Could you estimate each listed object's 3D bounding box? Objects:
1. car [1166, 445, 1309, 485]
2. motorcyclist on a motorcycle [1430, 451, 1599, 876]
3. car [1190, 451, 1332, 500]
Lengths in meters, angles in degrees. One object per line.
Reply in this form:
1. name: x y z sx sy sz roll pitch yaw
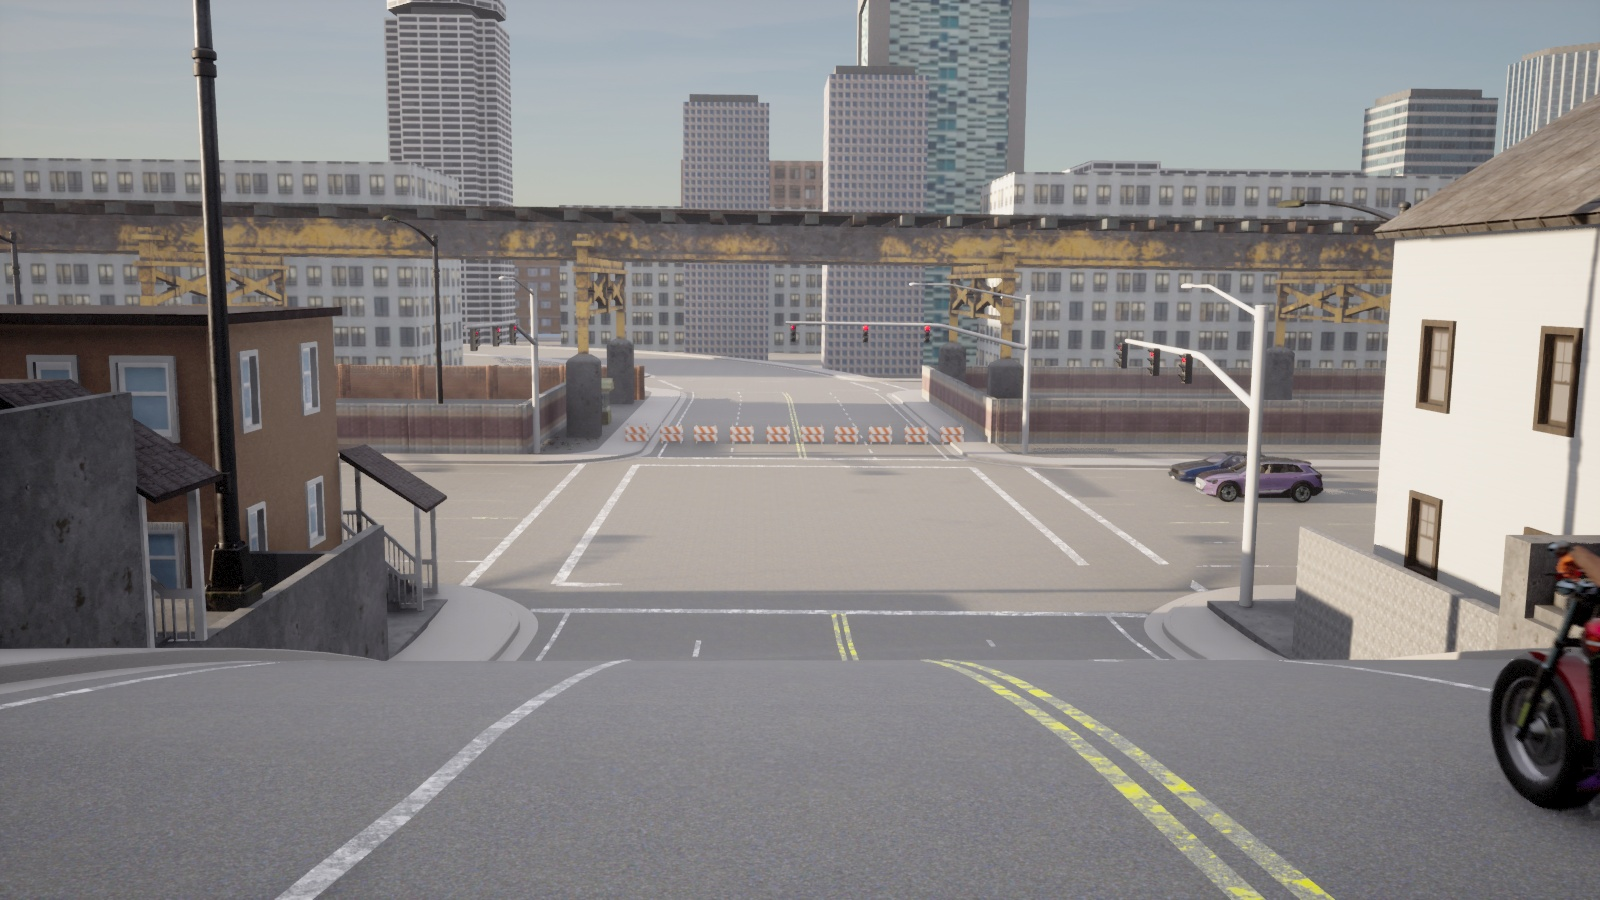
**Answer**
1. car: 18.608 0.644 53.622 5.357 1.411 2.033 0 8 0
2. motorcyclist on a motorcycle: 3.485 0.829 4.976 0.766 1.649 2.350 0 -1 0
3. car: 18.342 0.990 50.133 4.856 1.649 2.033 0 8 0
